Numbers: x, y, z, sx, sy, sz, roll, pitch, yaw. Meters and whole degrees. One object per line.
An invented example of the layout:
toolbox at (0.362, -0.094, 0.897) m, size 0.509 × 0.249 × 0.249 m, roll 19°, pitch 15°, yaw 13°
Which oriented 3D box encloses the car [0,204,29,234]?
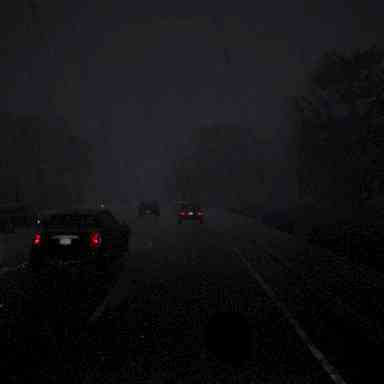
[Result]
car at (-10.708, 1.513, 19.314) m, size 1.837 × 1.490 × 4.892 m, roll 0°, pitch 0°, yaw -1°

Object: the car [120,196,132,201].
car at (-12.007, 1.497, 60.562) m, size 1.882 × 1.535 × 5.008 m, roll 0°, pitch 0°, yaw -14°

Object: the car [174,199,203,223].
car at (-0.152, 1.560, 25.883) m, size 2.033 × 1.411 × 5.357 m, roll 0°, pitch 0°, yaw -2°

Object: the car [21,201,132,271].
car at (-3.413, 1.357, 11.076) m, size 2.097 × 1.767 × 4.553 m, roll 0°, pitch 0°, yaw 0°

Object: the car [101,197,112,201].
car at (-15.435, 1.614, 59.957) m, size 1.895 × 1.301 × 4.718 m, roll 0°, pitch 0°, yaw -15°

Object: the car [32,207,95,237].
car at (-7.196, 1.609, 19.240) m, size 1.895 × 1.301 × 4.718 m, roll 0°, pitch 0°, yaw -1°

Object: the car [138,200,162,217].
car at (-3.897, 1.505, 30.870) m, size 2.128 × 1.511 × 4.902 m, roll 0°, pitch 0°, yaw -3°

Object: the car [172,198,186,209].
car at (-1.434, 1.514, 42.912) m, size 2.128 × 1.511 × 4.902 m, roll 0°, pitch 0°, yaw -7°
